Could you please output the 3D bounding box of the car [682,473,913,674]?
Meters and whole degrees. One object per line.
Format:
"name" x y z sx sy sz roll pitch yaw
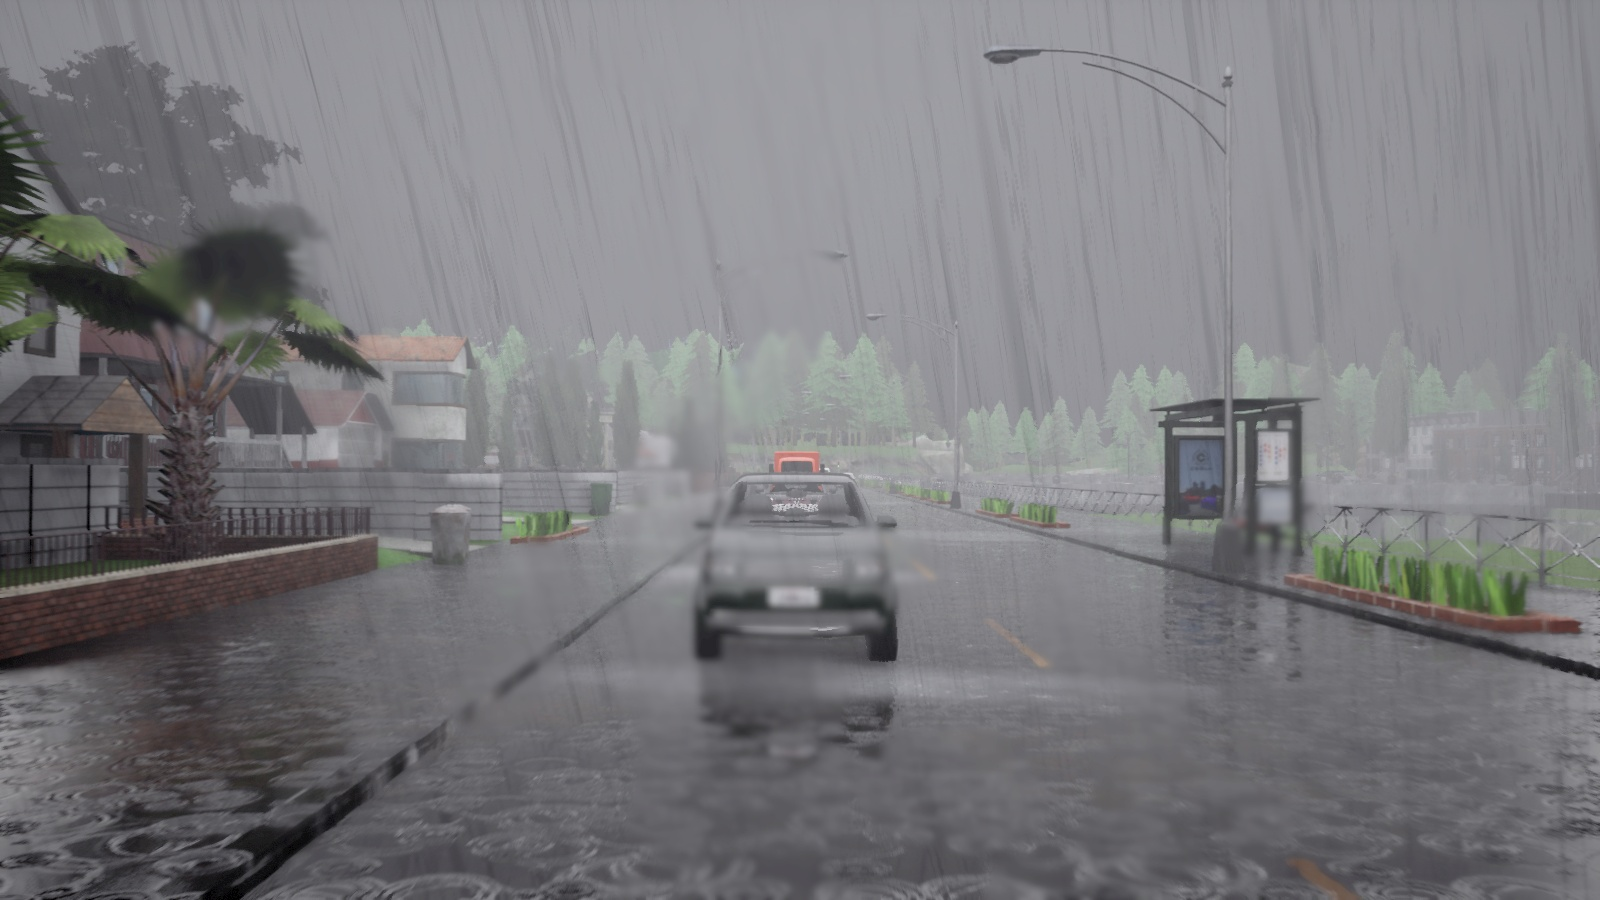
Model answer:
"car" -0.027 0.988 11.599 1.789 1.549 3.705 0 -1 0

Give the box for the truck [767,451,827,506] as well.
"truck" -0.139 1.308 58.532 2.627 2.467 5.204 0 -1 0
